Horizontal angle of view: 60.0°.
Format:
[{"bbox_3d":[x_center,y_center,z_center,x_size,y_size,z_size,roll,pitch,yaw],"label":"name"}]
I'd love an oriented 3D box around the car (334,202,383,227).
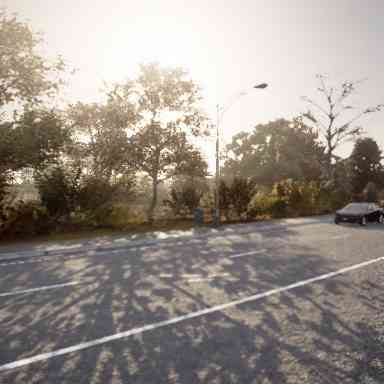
[{"bbox_3d":[11.693,1.484,23.200,5.008,1.535,1.882,0,0,-43],"label":"car"}]
